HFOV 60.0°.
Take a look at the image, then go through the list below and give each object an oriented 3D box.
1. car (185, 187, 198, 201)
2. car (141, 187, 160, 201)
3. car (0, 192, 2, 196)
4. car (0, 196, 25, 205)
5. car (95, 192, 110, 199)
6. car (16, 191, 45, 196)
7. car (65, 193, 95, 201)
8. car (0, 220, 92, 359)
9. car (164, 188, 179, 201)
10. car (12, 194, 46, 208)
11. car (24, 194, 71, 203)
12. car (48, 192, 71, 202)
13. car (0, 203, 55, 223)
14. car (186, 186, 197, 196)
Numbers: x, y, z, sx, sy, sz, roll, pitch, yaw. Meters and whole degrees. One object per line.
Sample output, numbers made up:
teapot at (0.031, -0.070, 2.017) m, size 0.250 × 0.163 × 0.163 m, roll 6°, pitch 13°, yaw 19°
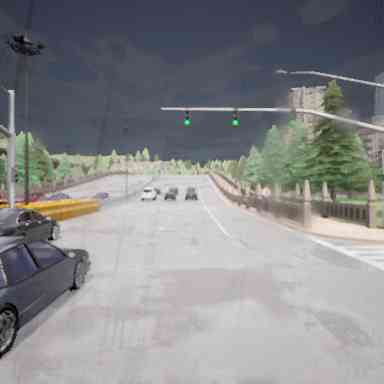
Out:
car at (-0.111, 0.434, 55.402) m, size 2.097 × 1.767 × 4.553 m, roll 0°, pitch 4°, yaw 0°
car at (-7.110, 0.311, 55.247) m, size 2.150 × 2.045 × 5.566 m, roll 0°, pitch 4°, yaw 0°
car at (-21.087, 0.970, 33.249) m, size 2.150 × 2.045 × 5.566 m, roll 0°, pitch 0°, yaw 0°
car at (-14.074, 1.301, 23.367) m, size 1.882 × 1.535 × 5.008 m, roll 0°, pitch 0°, yaw -1°
car at (-14.097, 0.819, 51.617) m, size 1.837 × 1.490 × 4.892 m, roll 0°, pitch 3°, yaw 0°
car at (-17.587, 0.952, 35.691) m, size 2.150 × 2.045 × 5.566 m, roll 0°, pitch 0°, yaw 0°
car at (-14.079, 1.197, 41.576) m, size 1.812 × 1.442 × 4.674 m, roll 0°, pitch 1°, yaw 0°
car at (-3.399, 1.503, 5.786) m, size 2.033 × 1.411 × 5.357 m, roll 0°, pitch 0°, yaw 0°
car at (-3.610, 0.604, 55.149) m, size 1.837 × 1.490 × 4.892 m, roll 0°, pitch 4°, yaw 0°
car at (-21.051, 1.117, 43.203) m, size 1.882 × 1.535 × 5.008 m, roll 0°, pitch 1°, yaw 0°
car at (-14.096, 1.245, 32.612) m, size 2.128 × 1.511 × 4.902 m, roll 0°, pitch 0°, yaw 0°
car at (-21.099, 0.790, 53.132) m, size 1.994 × 1.385 × 4.181 m, roll 0°, pitch 4°, yaw 0°
car at (-6.900, 1.405, 13.102) m, size 1.837 × 1.490 × 4.892 m, roll 0°, pitch 0°, yaw 0°
car at (-0.168, -0.264, 65.465) m, size 2.033 × 1.411 × 5.357 m, roll 0°, pitch 6°, yaw 0°
